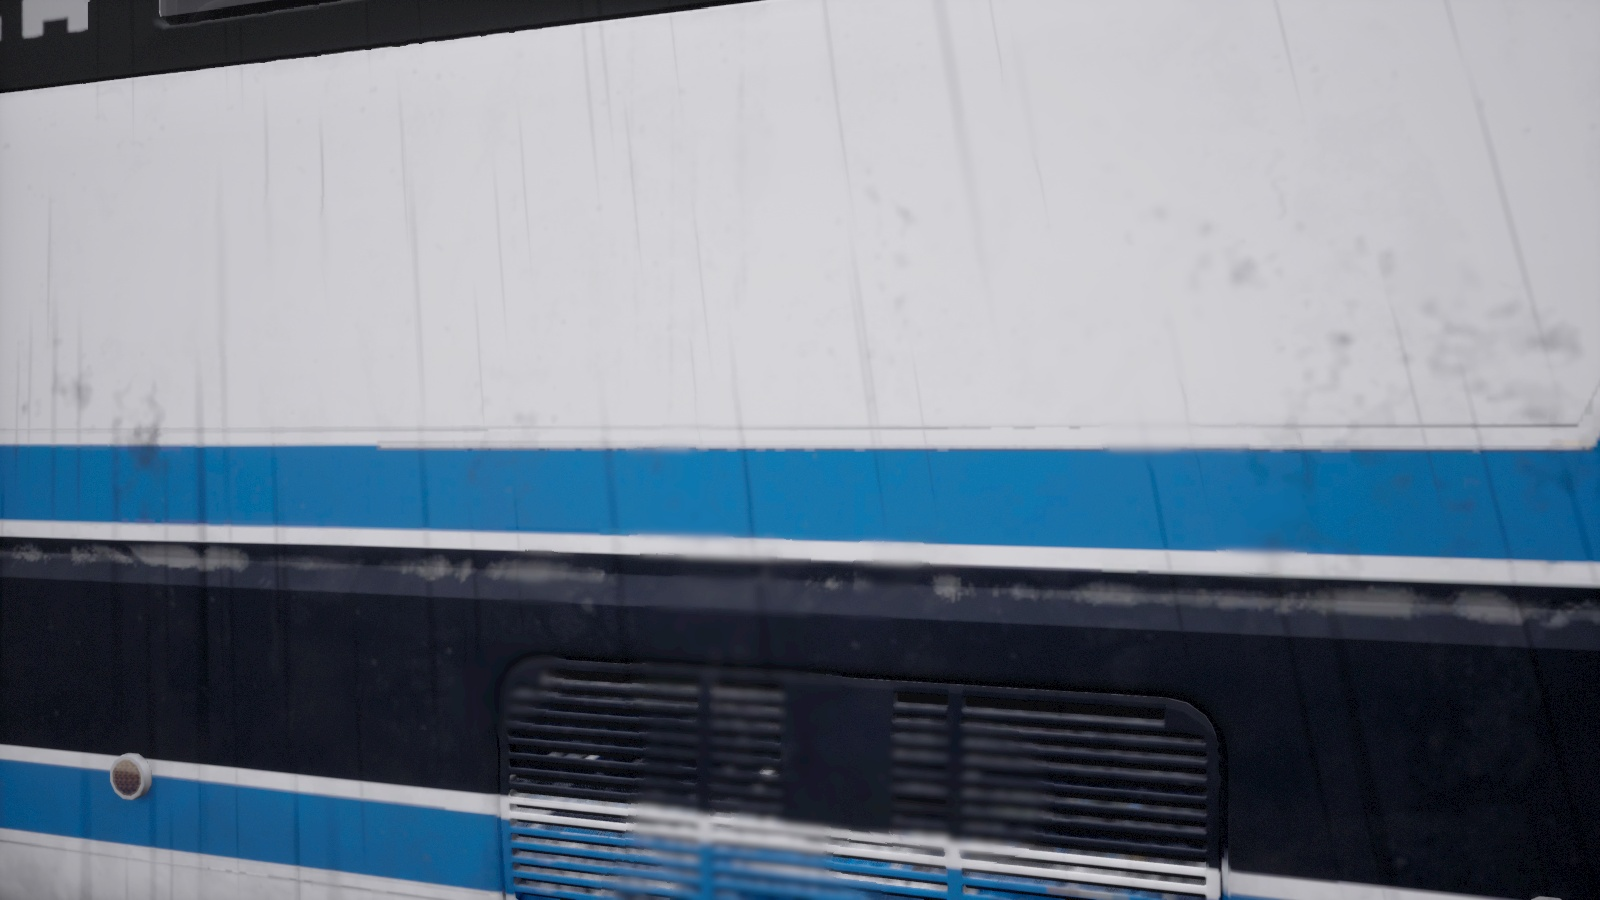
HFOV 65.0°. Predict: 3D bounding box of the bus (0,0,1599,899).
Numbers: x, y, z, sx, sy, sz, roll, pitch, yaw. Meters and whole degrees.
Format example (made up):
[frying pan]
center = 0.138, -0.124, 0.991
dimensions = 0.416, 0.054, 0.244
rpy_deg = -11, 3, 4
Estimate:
[bus]
center = -0.127, -0.610, 3.748
dimensions = 10.273, 4.253, 3.944
rpy_deg = 1, 1, 19
